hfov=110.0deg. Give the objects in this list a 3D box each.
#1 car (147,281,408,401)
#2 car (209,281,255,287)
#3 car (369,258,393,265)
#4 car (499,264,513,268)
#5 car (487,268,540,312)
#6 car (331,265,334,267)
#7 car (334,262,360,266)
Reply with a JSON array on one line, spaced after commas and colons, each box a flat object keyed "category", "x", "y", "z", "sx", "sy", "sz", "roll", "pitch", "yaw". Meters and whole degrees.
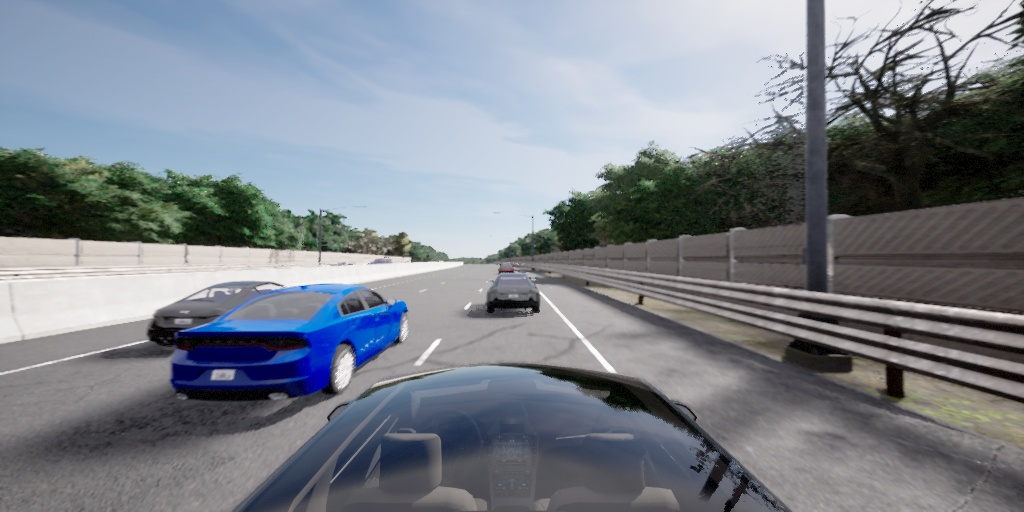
[{"category": "car", "x": -3.406, "y": 1.251, "z": 6.686, "sx": 1.882, "sy": 1.535, "sz": 5.008, "roll": 0, "pitch": 0, "yaw": 0}, {"category": "car", "x": -6.929, "y": 1.354, "z": 9.548, "sx": 1.994, "sy": 1.385, "sz": 4.181, "roll": 0, "pitch": 0, "yaw": 0}, {"category": "car", "x": -18.557, "y": 1.369, "z": 50.994, "sx": 2.150, "sy": 2.045, "sz": 5.566, "roll": 0, "pitch": 0, "yaw": -2}, {"category": "car", "x": -0.776, "y": 1.680, "z": 47.748, "sx": 1.994, "sy": 1.385, "sz": 4.181, "roll": 0, "pitch": -1, "yaw": -2}, {"category": "car", "x": 0.031, "y": 1.375, "z": 14.549, "sx": 1.994, "sy": 1.385, "sz": 4.181, "roll": 0, "pitch": 0, "yaw": -1}, {"category": "car", "x": -25.700, "y": 1.678, "z": 54.295, "sx": 2.128, "sy": 1.511, "sz": 4.902, "roll": 0, "pitch": -1, "yaw": -2}, {"category": "car", "x": -22.000, "y": 1.731, "z": 49.255, "sx": 1.895, "sy": 1.301, "sz": 4.718, "roll": 0, "pitch": -1, "yaw": -2}]
